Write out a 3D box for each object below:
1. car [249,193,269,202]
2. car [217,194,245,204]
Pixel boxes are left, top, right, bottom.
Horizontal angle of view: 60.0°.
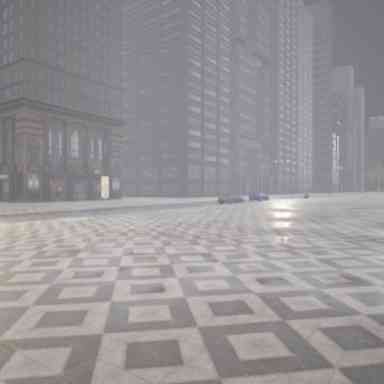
[{"bbox_3d":[11.162,0.843,55.107,1.882,1.535,5.008,0,1,35],"label":"car"},{"bbox_3d":[5.545,1.001,47.132,2.033,1.411,5.357,0,1,36],"label":"car"}]
